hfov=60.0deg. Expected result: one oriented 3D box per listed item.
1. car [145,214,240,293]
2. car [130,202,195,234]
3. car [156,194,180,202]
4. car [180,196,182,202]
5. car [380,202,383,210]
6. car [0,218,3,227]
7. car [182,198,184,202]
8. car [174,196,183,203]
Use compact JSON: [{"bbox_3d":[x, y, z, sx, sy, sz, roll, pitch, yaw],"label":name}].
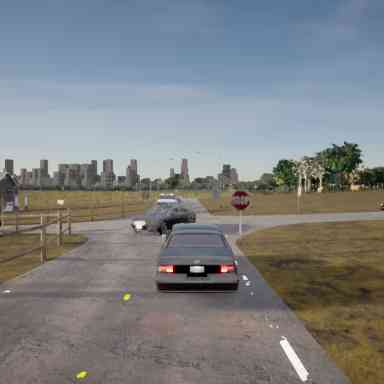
[{"bbox_3d":[0.094,1.549,8.976,2.033,1.411,5.357,0,0,0],"label":"car"},{"bbox_3d":[-1.524,1.509,18.821,2.128,1.511,4.902,-1,-1,28],"label":"car"},{"bbox_3d":[-2.865,1.231,38.363,2.150,2.045,5.566,0,0,0],"label":"car"},{"bbox_3d":[-2.866,1.542,48.339,1.812,1.442,4.674,0,0,0],"label":"car"},{"bbox_3d":[17.504,0.823,25.601,5.357,1.411,2.033,-2,0,0],"label":"car"},{"bbox_3d":[-15.576,2.029,22.591,5.008,1.535,1.882,-2,0,0],"label":"car"},{"bbox_3d":[-2.858,1.584,58.704,2.033,1.411,5.357,0,0,0],"label":"car"},{"bbox_3d":[-2.788,1.595,69.328,1.812,1.442,4.674,0,0,0],"label":"car"}]
